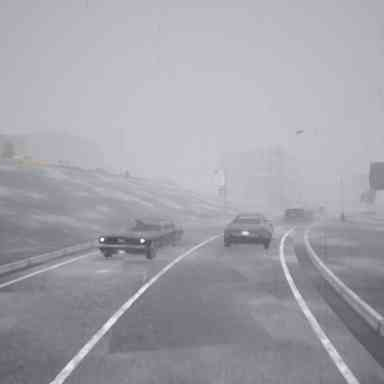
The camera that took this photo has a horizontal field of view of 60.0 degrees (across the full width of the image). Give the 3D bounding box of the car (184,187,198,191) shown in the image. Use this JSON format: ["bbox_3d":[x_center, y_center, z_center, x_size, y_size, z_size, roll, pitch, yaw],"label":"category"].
[{"bbox_3d":[-0.794,-0.454,77.121,2.002,1.452,4.674,-1,-4,18],"label":"car"}]

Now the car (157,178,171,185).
[{"bbox_3d":[-6.380,-1.727,61.483,2.185,1.767,4.553,-1,-4,22],"label":"car"}]

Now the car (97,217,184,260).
[{"bbox_3d":[-1.807,1.699,13.090,1.895,1.301,4.718,0,-1,14],"label":"car"}]

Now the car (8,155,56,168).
[{"bbox_3d":[-17.894,-3.114,36.199,2.097,1.535,5.008,-1,-4,28],"label":"car"}]

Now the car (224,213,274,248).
[{"bbox_3d":[2.737,1.681,15.569,1.994,1.385,4.181,-1,-1,16],"label":"car"}]

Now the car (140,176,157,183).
[{"bbox_3d":[-8.489,-1.927,56.259,2.231,1.521,4.892,-1,-3,23],"label":"car"}]

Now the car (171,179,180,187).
[{"bbox_3d":[-4.375,-1.503,66.720,2.435,2.045,5.566,-1,-4,21],"label":"car"}]

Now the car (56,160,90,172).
[{"bbox_3d":[-15.391,-2.948,41.122,2.185,1.767,4.553,-1,-4,27],"label":"car"}]

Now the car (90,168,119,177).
[{"bbox_3d":[-12.918,-2.488,46.271,2.163,1.488,4.792,-1,-4,26],"label":"car"}]

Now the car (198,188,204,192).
[{"bbox_3d":[0.853,-0.038,82.397,2.002,1.452,4.674,-1,-5,17],"label":"car"}]

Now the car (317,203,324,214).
[{"bbox_3d":[20.547,2.654,55.361,2.097,1.767,4.553,-2,-3,32],"label":"car"}]

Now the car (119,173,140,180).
[{"bbox_3d":[-10.630,-2.182,51.285,2.002,1.452,4.674,-1,-4,24],"label":"car"}]

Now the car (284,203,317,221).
[{"bbox_3d":[10.267,1.917,31.777,1.882,1.535,5.008,-2,-2,30],"label":"car"}]

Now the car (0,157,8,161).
[{"bbox_3d":[-20.512,-3.365,31.314,2.002,1.452,4.674,-1,-4,29],"label":"car"}]

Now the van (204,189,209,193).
[{"bbox_3d":[2.461,0.147,87.839,1.878,1.987,4.442,-1,-5,16],"label":"van"}]
